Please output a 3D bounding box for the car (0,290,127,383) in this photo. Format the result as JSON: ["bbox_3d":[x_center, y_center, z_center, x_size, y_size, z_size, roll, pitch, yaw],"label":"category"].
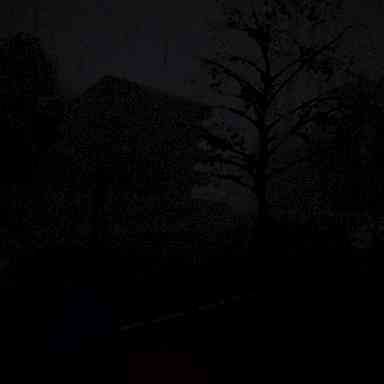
[{"bbox_3d":[-2.900,1.484,2.043,5.008,1.535,1.882,0,0,-36],"label":"car"}]

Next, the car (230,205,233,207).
[{"bbox_3d":[6.466,3.001,67.412,2.128,1.511,4.902,5,-6,-25],"label":"car"}]

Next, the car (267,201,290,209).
[{"bbox_3d":[13.403,2.163,52.530,1.882,1.535,5.008,5,-4,-24],"label":"car"}]
